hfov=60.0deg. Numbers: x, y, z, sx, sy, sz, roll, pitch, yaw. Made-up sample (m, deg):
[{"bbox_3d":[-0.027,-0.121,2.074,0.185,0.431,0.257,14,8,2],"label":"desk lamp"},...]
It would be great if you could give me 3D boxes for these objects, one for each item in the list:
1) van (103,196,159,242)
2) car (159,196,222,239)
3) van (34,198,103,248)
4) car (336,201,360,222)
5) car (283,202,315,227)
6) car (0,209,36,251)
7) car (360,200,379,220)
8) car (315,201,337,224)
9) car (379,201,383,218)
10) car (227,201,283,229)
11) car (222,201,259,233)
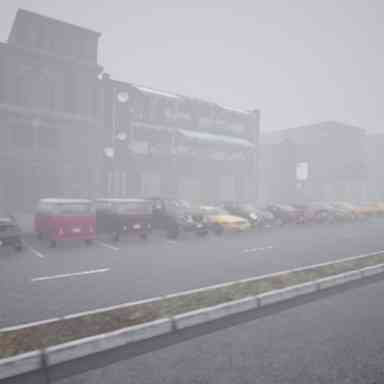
[{"bbox_3d":[-3.684,1.282,16.579,1.878,1.987,4.442,0,0,-35],"label":"van"},{"bbox_3d":[-1.234,1.265,18.136,2.435,2.045,5.566,0,0,-35],"label":"car"},{"bbox_3d":[-5.850,1.272,15.046,1.878,1.987,4.442,0,0,-35],"label":"van"},{"bbox_3d":[9.979,1.536,26.141,2.231,1.521,4.892,0,0,-35],"label":"car"},{"bbox_3d":[5.453,1.531,22.914,2.097,1.535,5.008,0,0,-35],"label":"car"},{"bbox_3d":[-8.050,1.487,13.336,2.231,1.521,4.892,0,0,-35],"label":"car"},{"bbox_3d":[12.348,1.537,27.822,2.097,1.535,5.008,0,0,-35],"label":"car"},{"bbox_3d":[7.700,1.563,24.551,2.163,1.488,4.792,0,0,-35],"label":"car"},{"bbox_3d":[16.774,1.544,31.185,1.946,1.575,5.366,0,0,-35],"label":"car"},{"bbox_3d":[3.166,1.402,21.335,2.185,1.767,4.553,0,0,-35],"label":"car"},{"bbox_3d":[1.125,1.520,19.621,1.946,1.575,5.366,0,0,-35],"label":"car"}]
